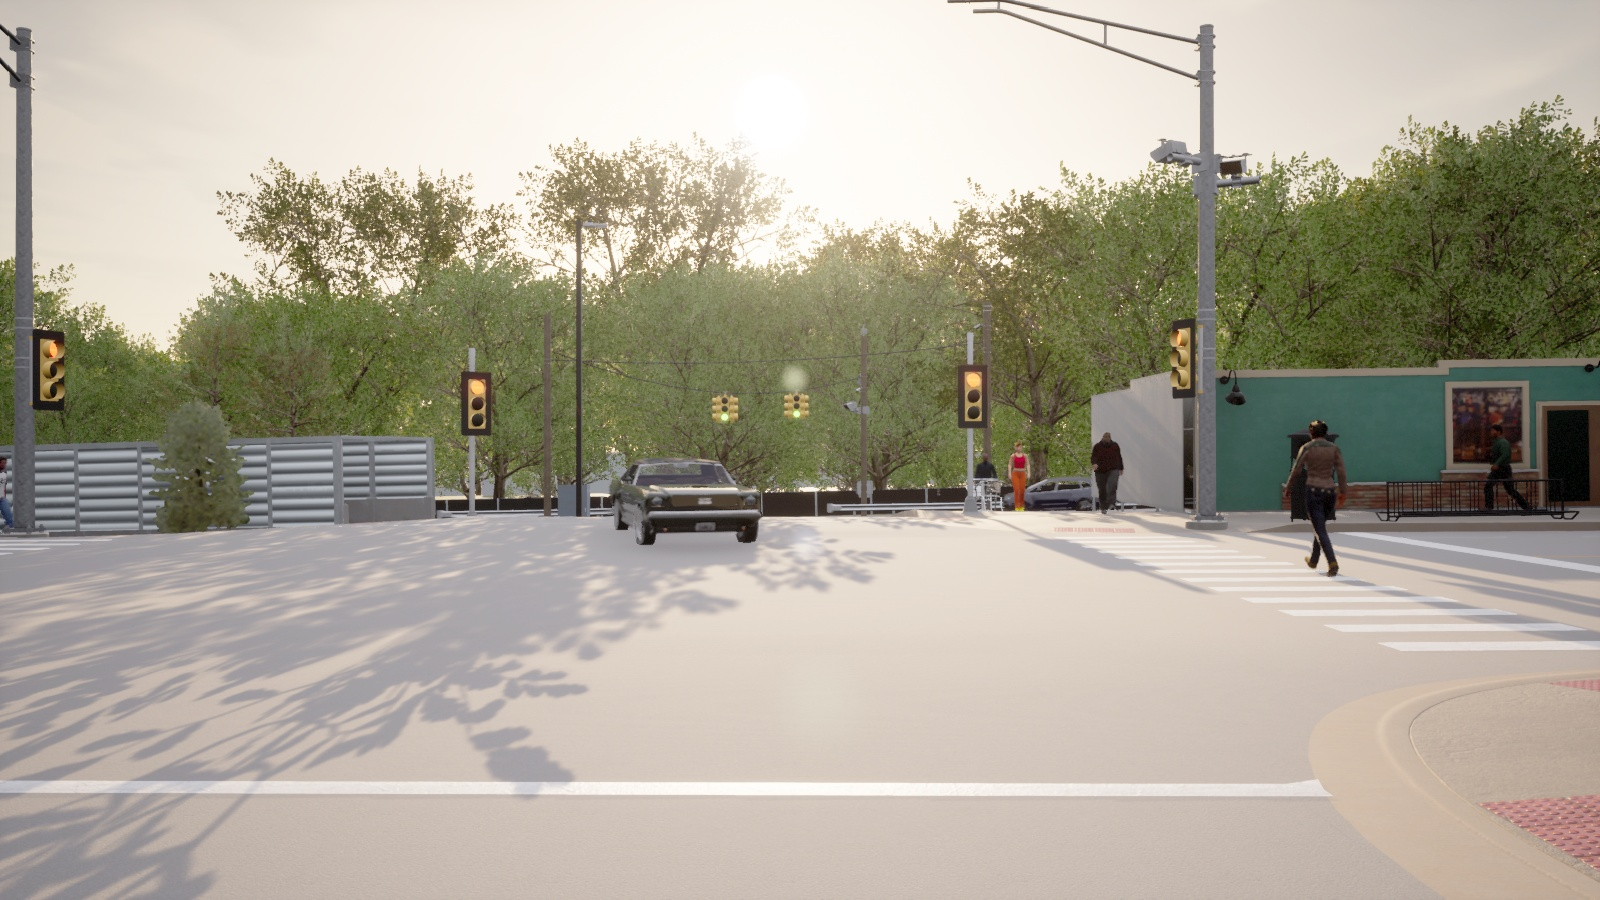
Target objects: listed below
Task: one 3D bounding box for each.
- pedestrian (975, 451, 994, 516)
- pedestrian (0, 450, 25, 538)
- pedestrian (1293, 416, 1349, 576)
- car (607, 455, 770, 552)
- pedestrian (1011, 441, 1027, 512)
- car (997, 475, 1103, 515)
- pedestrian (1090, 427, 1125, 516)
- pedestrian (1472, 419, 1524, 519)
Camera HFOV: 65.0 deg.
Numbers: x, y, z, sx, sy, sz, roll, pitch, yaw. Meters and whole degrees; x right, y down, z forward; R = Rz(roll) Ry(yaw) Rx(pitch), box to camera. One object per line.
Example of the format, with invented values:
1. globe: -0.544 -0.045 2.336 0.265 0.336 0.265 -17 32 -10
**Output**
1. pedestrian: 5.271 0.951 35.884 0.402 1.842 0.726 0 0 -4
2. pedestrian: -16.699 0.919 26.330 0.706 1.836 0.354 0 0 13
3. pedestrian: 6.035 0.516 14.574 0.328 1.805 0.869 0 0 3
4. car: -2.008 0.804 21.111 1.895 1.301 4.718 0 1 -16
5. pedestrian: 5.650 0.676 32.384 0.345 1.836 0.594 0 0 5
6. car: 11.488 2.069 57.948 4.611 1.667 2.242 -2 0 7
7. pedestrian: 6.494 0.452 26.510 0.634 1.844 0.899 0 0 8
8. pedestrian: 13.696 0.372 24.641 0.788 1.949 0.423 0 0 3
